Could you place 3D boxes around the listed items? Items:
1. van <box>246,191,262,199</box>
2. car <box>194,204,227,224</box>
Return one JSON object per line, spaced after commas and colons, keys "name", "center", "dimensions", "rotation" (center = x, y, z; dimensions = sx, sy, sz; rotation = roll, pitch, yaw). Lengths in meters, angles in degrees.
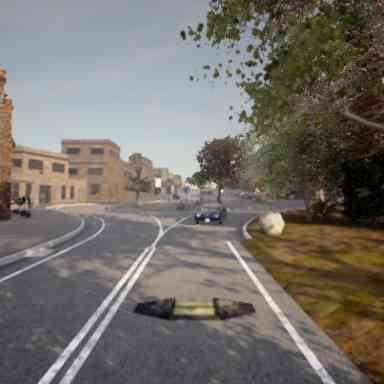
{"name": "van", "center": [18.123, 1.104, 93.068], "dimensions": [4.442, 1.987, 1.878], "rotation": [0, 1, 1]}
{"name": "car", "center": [1.500, 1.508, 24.520], "dimensions": [1.895, 1.301, 4.718], "rotation": [0, 3, 12]}
